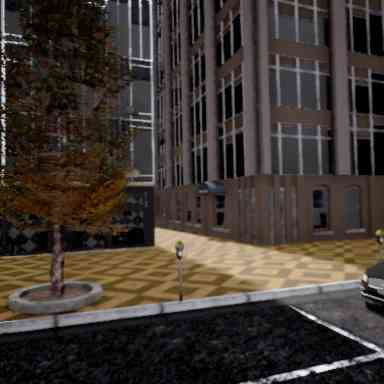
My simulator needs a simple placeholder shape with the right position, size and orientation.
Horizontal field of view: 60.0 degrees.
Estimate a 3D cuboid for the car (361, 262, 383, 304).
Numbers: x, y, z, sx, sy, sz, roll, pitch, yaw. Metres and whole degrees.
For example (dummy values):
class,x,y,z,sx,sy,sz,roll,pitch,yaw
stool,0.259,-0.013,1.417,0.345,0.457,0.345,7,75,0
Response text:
class,x,y,z,sx,sy,sz,roll,pitch,yaw
car,5.732,1.704,7.213,4.403,1.369,2.008,0,-2,-20
